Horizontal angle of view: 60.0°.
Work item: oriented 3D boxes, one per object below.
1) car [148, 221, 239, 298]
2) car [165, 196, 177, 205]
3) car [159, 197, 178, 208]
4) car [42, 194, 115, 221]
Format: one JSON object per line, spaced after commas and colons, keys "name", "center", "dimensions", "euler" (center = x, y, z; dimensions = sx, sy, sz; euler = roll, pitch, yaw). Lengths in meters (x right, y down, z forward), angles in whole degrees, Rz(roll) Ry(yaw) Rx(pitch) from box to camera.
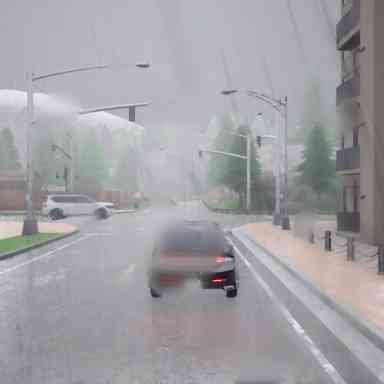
{"name": "car", "center": [0.052, 1.492, 8.534], "dimensions": [2.128, 1.511, 4.902], "euler": [0, 0, 0]}
{"name": "car", "center": [-3.601, 1.526, 57.948], "dimensions": [1.812, 1.442, 4.674], "euler": [0, 0, 0]}
{"name": "car", "center": [-3.609, 1.491, 47.846], "dimensions": [2.128, 1.511, 4.902], "euler": [0, 0, 0]}
{"name": "car", "center": [-9.011, 1.213, 26.668], "dimensions": [5.566, 2.045, 2.150], "euler": [0, 0, -9]}
